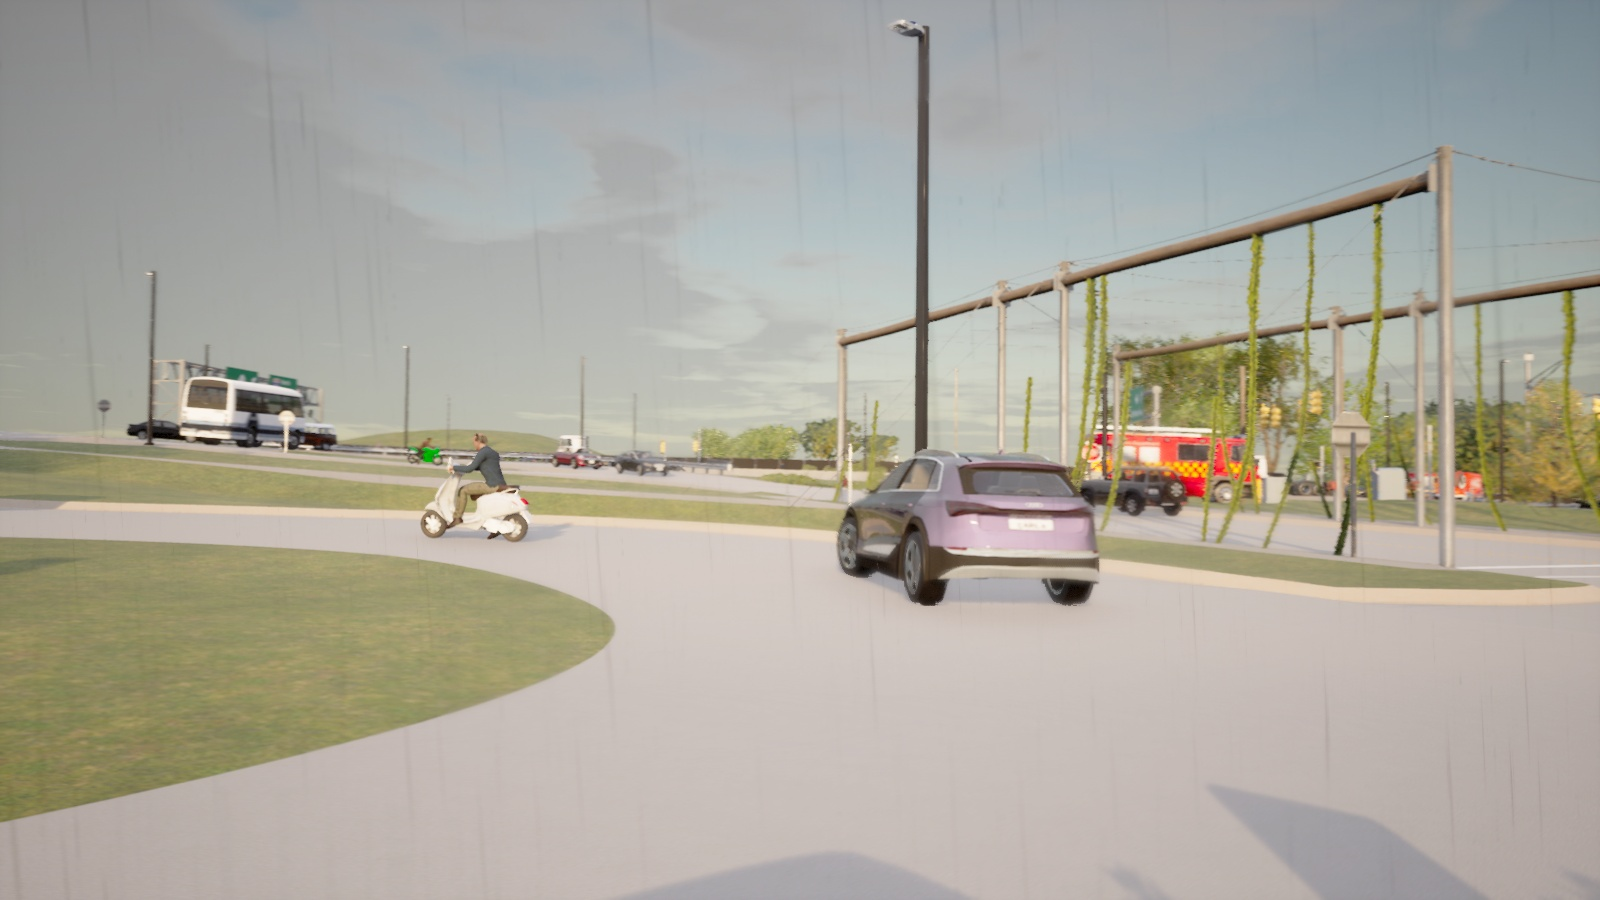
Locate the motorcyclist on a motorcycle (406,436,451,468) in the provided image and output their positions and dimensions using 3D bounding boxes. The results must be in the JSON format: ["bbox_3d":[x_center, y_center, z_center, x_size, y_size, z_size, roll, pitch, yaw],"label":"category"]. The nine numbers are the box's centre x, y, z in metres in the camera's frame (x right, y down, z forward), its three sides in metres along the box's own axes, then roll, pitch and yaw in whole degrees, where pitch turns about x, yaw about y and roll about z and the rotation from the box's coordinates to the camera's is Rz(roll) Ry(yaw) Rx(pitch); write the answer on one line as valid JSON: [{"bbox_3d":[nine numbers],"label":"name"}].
[{"bbox_3d":[-20.053,0.114,67.793,2.044,1.523,0.797,4,-1,6],"label":"motorcyclist on a motorcycle"}]

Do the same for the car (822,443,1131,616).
[{"bbox_3d":[1.792,0.800,14.667,2.033,1.649,4.856,2,-1,-11],"label":"car"}]

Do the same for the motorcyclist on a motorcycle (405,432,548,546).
[{"bbox_3d":[-4.774,0.557,18.556,1.817,1.590,0.866,1,0,14],"label":"motorcyclist on a motorcycle"}]

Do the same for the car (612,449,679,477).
[{"bbox_3d":[-9.486,0.760,76.836,2.128,1.511,4.902,1,1,-33],"label":"car"}]

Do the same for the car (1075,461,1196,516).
[{"bbox_3d":[12.270,1.367,46.243,1.932,1.855,4.605,1,0,-21],"label":"car"}]

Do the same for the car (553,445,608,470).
[{"bbox_3d":[-14.734,0.487,84.191,1.970,1.475,3.806,2,1,-41],"label":"car"}]

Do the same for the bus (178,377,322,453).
[{"bbox_3d":[-36.125,-2.158,83.148,3.944,4.253,10.273,4,-1,6],"label":"bus"}]

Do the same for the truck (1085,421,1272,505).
[{"bbox_3d":[18.823,0.675,62.854,8.468,3.827,2.891,2,-2,4],"label":"truck"}]

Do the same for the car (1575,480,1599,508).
[{"bbox_3d":[51.064,2.824,78.912,2.242,1.667,4.611,2,0,6],"label":"car"}]
